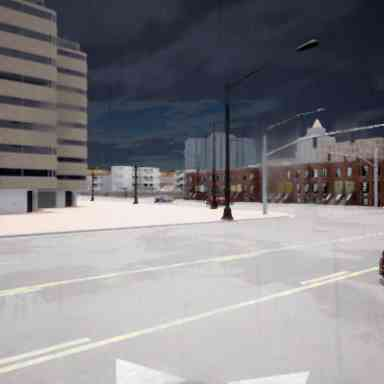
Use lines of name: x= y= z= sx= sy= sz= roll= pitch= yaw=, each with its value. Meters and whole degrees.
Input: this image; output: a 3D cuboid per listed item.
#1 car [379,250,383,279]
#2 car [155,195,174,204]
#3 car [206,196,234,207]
car: x=6.591 y=1.546 z=8.442 sx=4.181 sy=1.385 sz=1.994 roll=0 pitch=0 yaw=-36
car: x=-5.280 y=1.297 z=63.734 sx=2.097 sy=1.767 sz=4.553 roll=0 pitch=0 yaw=-35
car: x=4.200 y=1.423 z=50.437 sx=1.882 sy=1.535 sz=5.008 roll=0 pitch=0 yaw=-36
